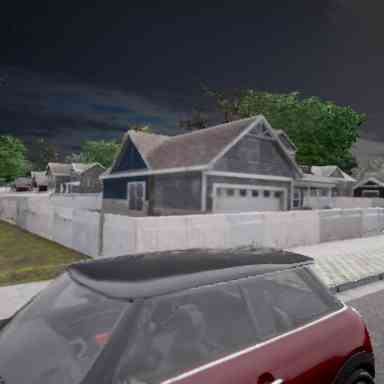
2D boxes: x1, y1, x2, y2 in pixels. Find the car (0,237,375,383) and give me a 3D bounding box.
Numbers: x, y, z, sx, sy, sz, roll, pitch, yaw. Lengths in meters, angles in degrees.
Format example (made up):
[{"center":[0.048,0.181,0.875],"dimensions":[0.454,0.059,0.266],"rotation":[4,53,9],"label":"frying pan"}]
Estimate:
[{"center":[-0.508,1.358,2.709],"dimensions":[4.553,1.767,2.097],"rotation":[0,0,-36],"label":"car"}]
